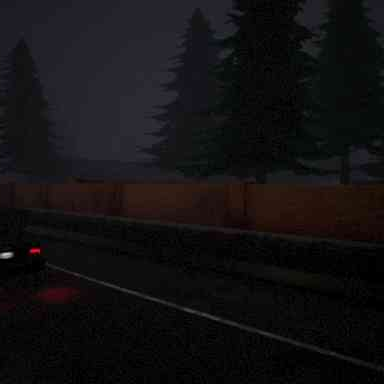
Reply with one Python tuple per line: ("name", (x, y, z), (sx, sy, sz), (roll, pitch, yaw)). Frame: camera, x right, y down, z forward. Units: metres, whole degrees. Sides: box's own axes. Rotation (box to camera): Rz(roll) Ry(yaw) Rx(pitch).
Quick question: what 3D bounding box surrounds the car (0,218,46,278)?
("car", (-5.831, 1.352, 8.764), (5.357, 1.411, 2.033), (2, 1, 41))
